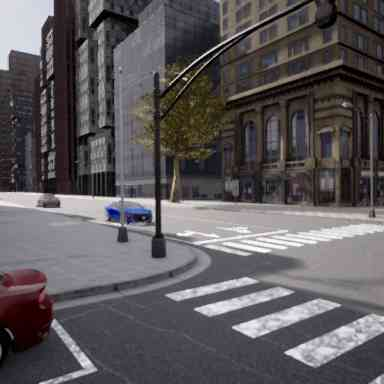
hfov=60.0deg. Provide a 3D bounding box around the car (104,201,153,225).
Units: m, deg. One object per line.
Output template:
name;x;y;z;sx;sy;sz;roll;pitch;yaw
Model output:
car;-4.564;1.370;23.442;1.882;1.535;5.008;-1;1;-36

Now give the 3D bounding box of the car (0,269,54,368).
car;-4.017;1.546;3.775;4.507;1.381;1.887;0;-1;-36

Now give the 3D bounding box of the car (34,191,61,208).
car;-18.224;1.055;42.317;2.097;1.767;4.553;-1;1;-36
